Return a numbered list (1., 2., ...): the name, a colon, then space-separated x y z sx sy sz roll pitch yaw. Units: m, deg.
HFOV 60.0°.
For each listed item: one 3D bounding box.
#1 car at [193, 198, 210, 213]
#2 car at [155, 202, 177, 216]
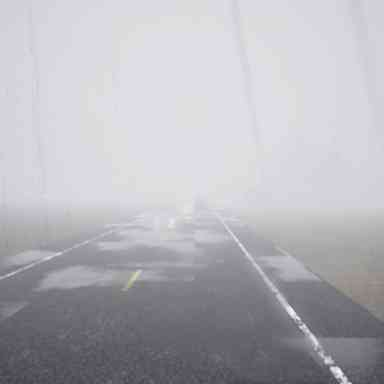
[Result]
1. car: 1.137 1.717 39.497 2.033 1.411 5.357 0 0 2
2. car: -2.684 1.749 34.686 1.895 1.301 4.718 0 0 2
